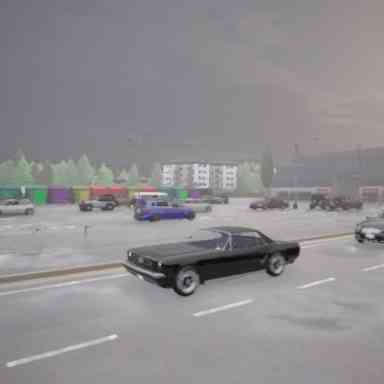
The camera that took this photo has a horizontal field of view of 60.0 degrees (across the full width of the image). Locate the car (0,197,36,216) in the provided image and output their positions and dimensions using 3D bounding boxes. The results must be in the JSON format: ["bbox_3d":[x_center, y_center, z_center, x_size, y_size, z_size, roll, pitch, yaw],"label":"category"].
[{"bbox_3d":[-15.519,1.397,28.461,3.806,1.475,1.970,0,0,-35],"label":"car"}]

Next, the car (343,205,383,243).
[{"bbox_3d":[9.167,1.496,14.808,4.902,1.511,2.128,0,0,-35],"label":"car"}]

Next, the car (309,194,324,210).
[{"bbox_3d":[15.959,1.167,40.365,3.866,1.878,1.905,0,0,-35],"label":"car"}]

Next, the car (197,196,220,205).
[{"bbox_3d":[2.925,1.406,58.728,3.806,1.475,1.970,0,0,-35],"label":"car"}]

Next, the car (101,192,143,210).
[{"bbox_3d":[-9.698,1.159,46.218,4.605,1.855,1.932,0,0,-35],"label":"car"}]

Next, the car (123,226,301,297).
[{"bbox_3d":[0.658,1.603,8.746,4.718,1.301,1.895,0,0,-35],"label":"car"}]

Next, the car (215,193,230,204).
[{"bbox_3d":[4.589,1.167,56.359,3.866,1.878,1.905,0,0,-35],"label":"car"}]

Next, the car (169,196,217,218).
[{"bbox_3d":[0.139,1.401,32.480,3.806,1.475,1.970,0,0,-35],"label":"car"}]

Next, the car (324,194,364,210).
[{"bbox_3d":[17.587,1.164,37.971,4.605,1.855,1.932,0,0,-35],"label":"car"}]
